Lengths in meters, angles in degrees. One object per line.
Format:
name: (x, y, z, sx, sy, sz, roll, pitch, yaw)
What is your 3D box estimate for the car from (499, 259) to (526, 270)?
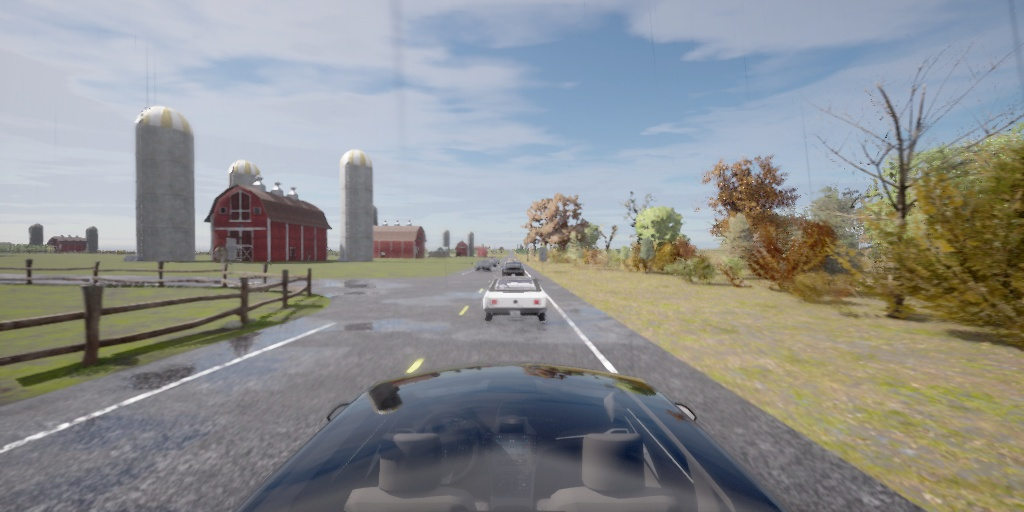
car: (0.100, 1.240, 30.242, 1.837, 1.490, 4.892, 0, 0, 0)

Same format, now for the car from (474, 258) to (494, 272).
car: (-3.583, 1.232, 44.877, 1.837, 1.490, 4.892, 0, 0, 0)

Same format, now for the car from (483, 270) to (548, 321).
car: (0.102, 1.346, 12.464, 1.895, 1.301, 4.718, 0, 0, 0)

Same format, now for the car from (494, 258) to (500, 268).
car: (-3.540, 1.207, 60.280, 2.128, 1.511, 4.902, 0, 0, 1)
